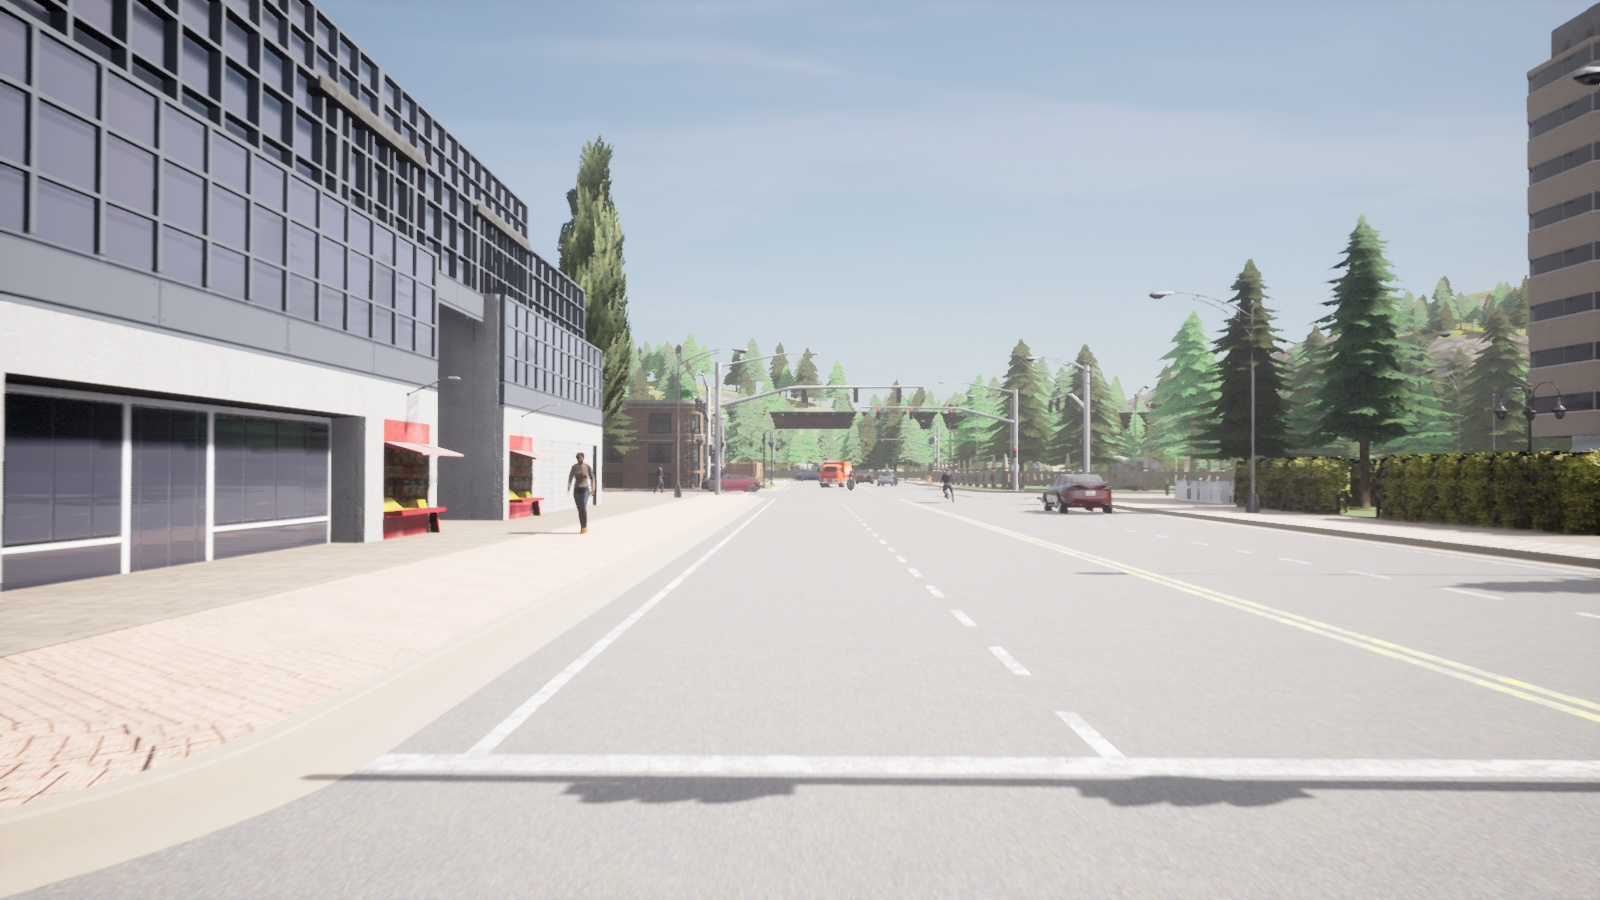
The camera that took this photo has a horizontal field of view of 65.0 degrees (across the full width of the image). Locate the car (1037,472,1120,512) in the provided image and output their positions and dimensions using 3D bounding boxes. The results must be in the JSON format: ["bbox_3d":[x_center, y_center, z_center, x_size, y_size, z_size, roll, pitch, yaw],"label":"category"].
[{"bbox_3d":[10.743,1.587,48.785,2.163,1.488,4.792,0,-1,0],"label":"car"}]

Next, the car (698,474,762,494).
[{"bbox_3d":[-5.019,2.410,90.391,4.181,1.385,1.994,0,-1,-21],"label":"car"}]

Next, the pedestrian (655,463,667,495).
[{"bbox_3d":[-8.406,1.776,75.924,0.666,1.930,0.402,0,-1,-6],"label":"pedestrian"}]

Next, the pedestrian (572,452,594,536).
[{"bbox_3d":[-4.765,0.954,27.596,0.328,1.805,0.869,0,-1,0],"label":"pedestrian"}]
